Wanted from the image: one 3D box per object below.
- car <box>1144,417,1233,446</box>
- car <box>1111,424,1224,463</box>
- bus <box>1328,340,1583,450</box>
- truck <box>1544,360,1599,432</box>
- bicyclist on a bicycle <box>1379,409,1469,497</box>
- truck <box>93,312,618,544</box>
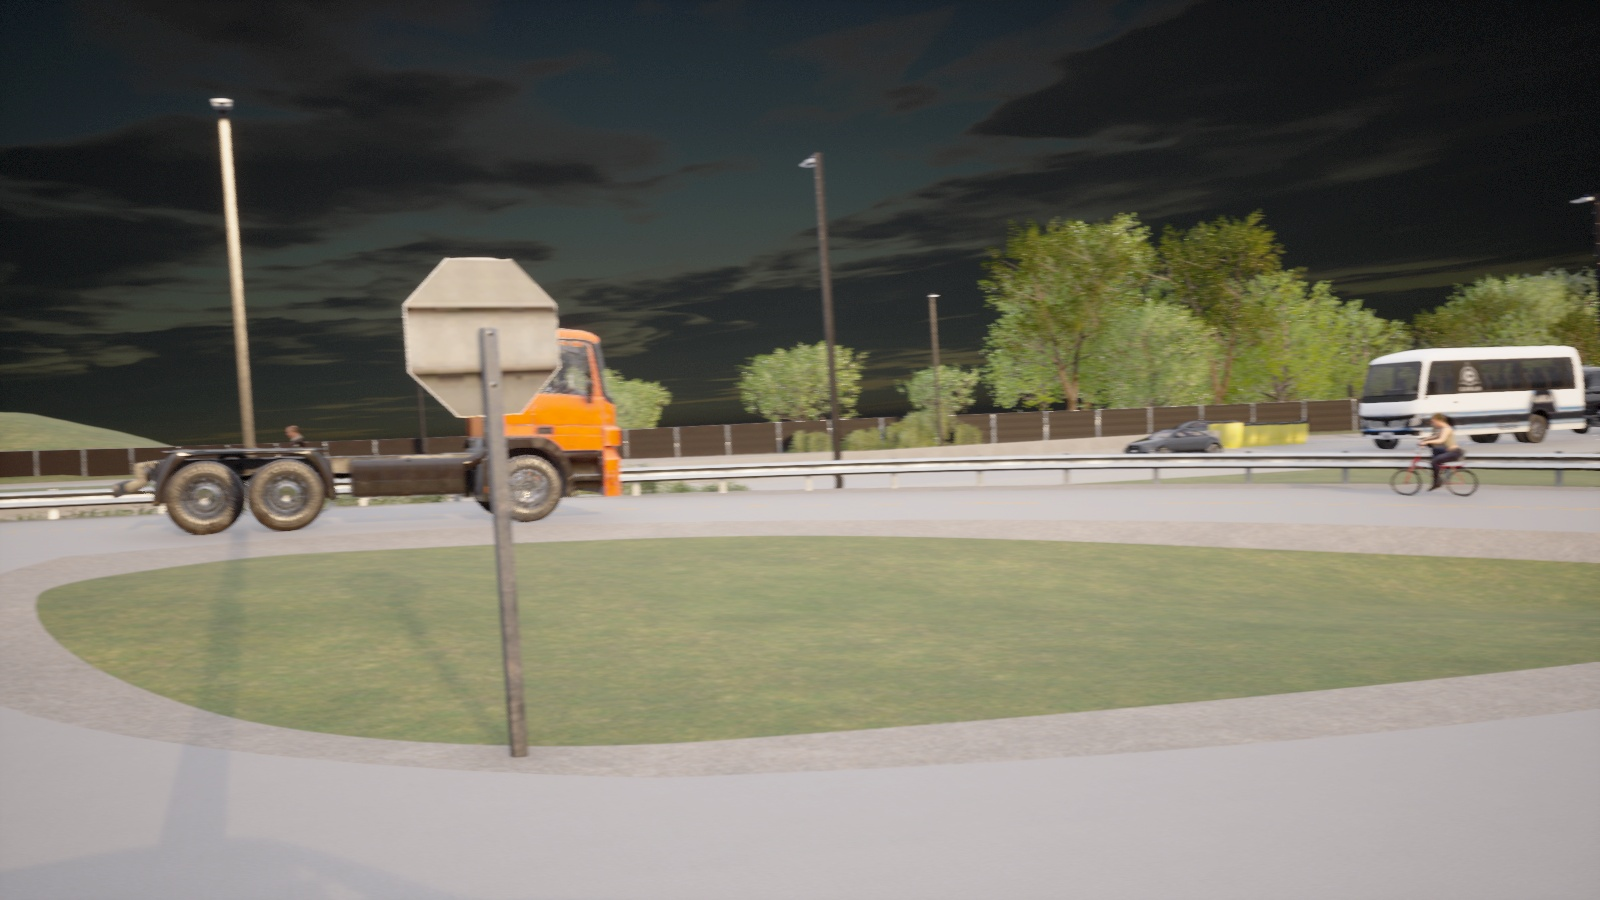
[{"bbox_3d":[21.109,-1.005,68.332,4.181,1.385,1.994,-2,1,-1],"label":"car"},{"bbox_3d":[15.486,-0.285,52.978,4.181,1.385,1.994,-3,1,-22],"label":"car"},{"bbox_3d":[28.408,-2.394,54.430,10.273,4.253,3.944,-3,1,-22],"label":"bus"},{"bbox_3d":[41.937,-2.837,63.674,7.936,3.462,2.891,-3,1,-22],"label":"truck"},{"bbox_3d":[11.985,0.044,24.119,1.509,1.612,0.866,0,3,27],"label":"bicyclist on a bicycle"},{"bbox_3d":[-7.431,-0.425,21.625,7.936,3.462,2.891,-1,1,-24],"label":"truck"}]
